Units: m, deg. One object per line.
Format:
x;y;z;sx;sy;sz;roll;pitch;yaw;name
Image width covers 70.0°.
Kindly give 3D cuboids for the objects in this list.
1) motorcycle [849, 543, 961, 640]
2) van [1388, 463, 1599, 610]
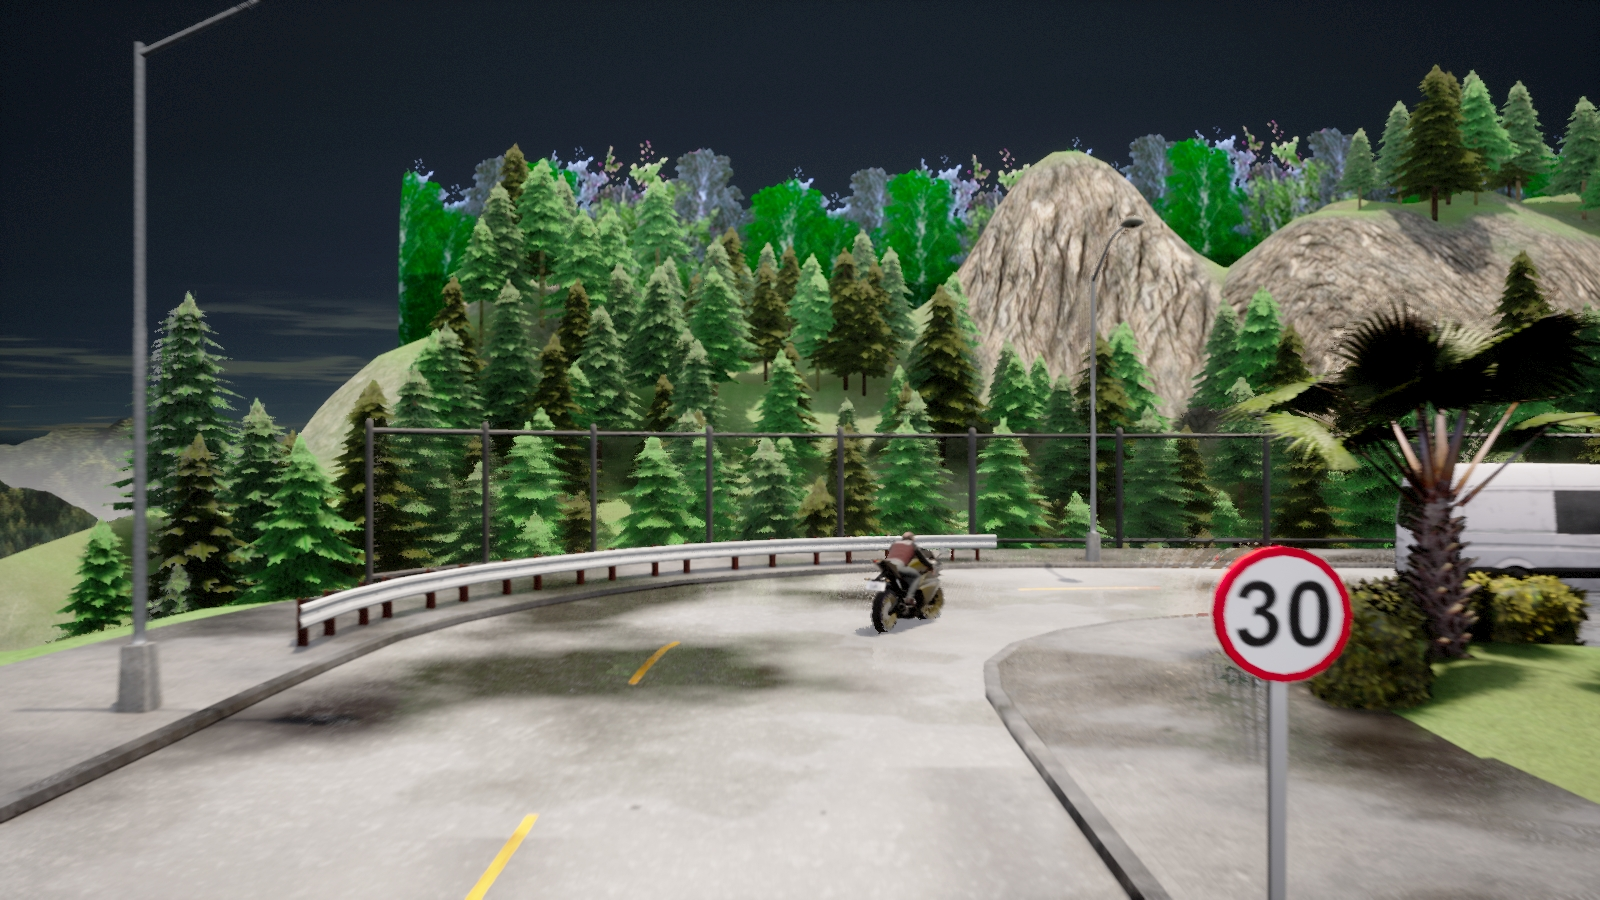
1.712;2.200;18.207;0.867;1.251;2.209;1;0;32;motorcycle
14.314;1.527;21.092;5.915;2.561;1.988;0;0;0;van
